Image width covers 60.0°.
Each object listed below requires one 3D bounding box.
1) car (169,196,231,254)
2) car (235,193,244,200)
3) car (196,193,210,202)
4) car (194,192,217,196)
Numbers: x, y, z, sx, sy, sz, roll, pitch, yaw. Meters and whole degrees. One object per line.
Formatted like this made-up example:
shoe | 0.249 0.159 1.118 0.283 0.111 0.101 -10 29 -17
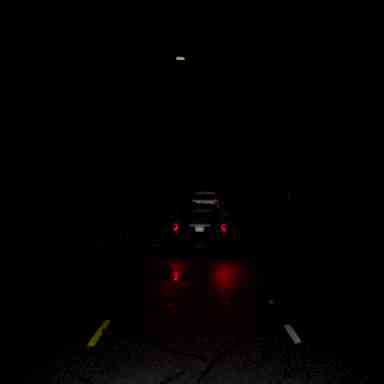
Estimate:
car | 0.362 1.223 13.038 2.097 1.767 4.553 0 0 3
car | 9.917 0.875 69.221 1.970 1.475 3.806 0 0 11
car | 1.993 0.969 60.257 1.882 1.535 5.008 0 1 10
car | 1.139 0.970 26.899 2.150 2.045 5.566 0 1 5
